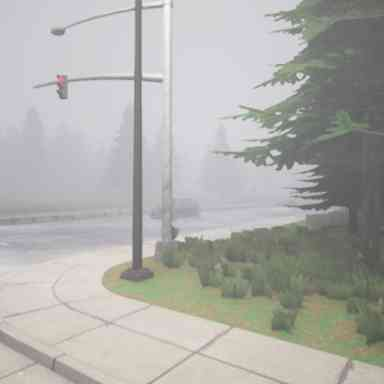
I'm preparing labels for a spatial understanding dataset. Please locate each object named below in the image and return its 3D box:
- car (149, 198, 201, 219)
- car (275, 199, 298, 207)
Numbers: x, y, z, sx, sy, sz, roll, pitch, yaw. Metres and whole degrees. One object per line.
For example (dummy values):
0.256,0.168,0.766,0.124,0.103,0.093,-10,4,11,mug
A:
-1.211,1.234,25.633,2.097,1.767,4.553,0,0,35,car
12.898,1.445,45.467,1.994,1.385,4.181,0,0,37,car
